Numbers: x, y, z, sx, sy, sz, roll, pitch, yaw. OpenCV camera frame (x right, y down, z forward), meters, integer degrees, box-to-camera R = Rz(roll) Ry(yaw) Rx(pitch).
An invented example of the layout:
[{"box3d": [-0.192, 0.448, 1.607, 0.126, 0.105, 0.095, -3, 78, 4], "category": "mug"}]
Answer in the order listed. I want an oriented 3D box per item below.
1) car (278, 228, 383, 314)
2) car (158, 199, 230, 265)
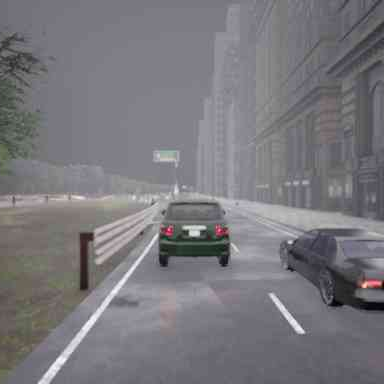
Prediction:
[{"box3d": [3.562, 1.561, 7.910, 2.033, 1.411, 5.357, 0, 0, 0], "category": "car"}, {"box3d": [0.048, 1.240, 11.846, 2.150, 2.045, 5.566, 0, 0, 0], "category": "car"}]
